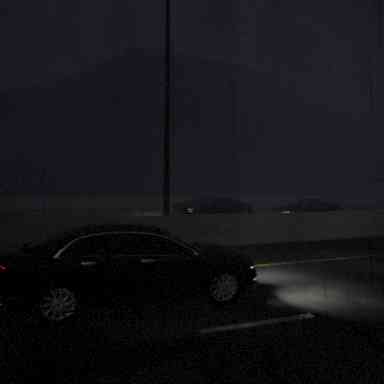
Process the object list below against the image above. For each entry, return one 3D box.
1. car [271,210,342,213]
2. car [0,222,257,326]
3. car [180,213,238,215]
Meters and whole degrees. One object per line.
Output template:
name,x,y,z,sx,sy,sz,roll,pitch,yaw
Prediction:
car,7.277,1.181,21.173,4.902,1.511,2.128,0,1,-23
car,-1.081,1.375,6.547,4.892,1.490,1.837,1,1,-19
car,1.723,1.095,22.677,5.008,1.535,1.882,0,1,-22
